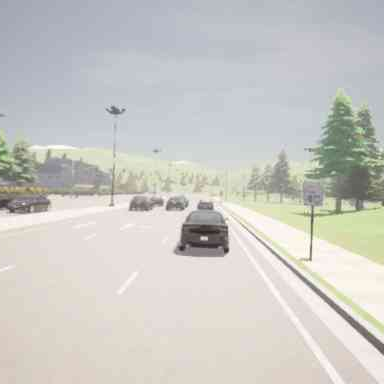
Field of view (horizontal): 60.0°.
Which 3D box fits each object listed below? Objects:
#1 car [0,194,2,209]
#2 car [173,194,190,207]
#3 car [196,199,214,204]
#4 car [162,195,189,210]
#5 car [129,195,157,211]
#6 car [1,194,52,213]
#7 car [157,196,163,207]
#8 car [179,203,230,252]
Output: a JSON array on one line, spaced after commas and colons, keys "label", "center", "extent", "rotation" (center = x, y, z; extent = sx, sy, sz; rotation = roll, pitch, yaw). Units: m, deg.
[{"label": "car", "center": [-17.444, 0.841, 28.862], "extent": [1.882, 1.535, 5.008], "rotation": [2, 0, 3]}, {"label": "car", "center": [-1.554, 1.303, 50.447], "extent": [2.097, 1.767, 4.553], "rotation": [2, 0, 2]}, {"label": "car", "center": [1.550, 1.555, 38.360], "extent": [2.128, 1.511, 4.902], "rotation": [2, 0, 2]}, {"label": "car", "center": [-1.916, 1.289, 40.466], "extent": [2.097, 1.767, 4.553], "rotation": [2, 0, 3]}, {"label": "car", "center": [-5.593, 1.153, 37.225], "extent": [2.097, 1.767, 4.553], "rotation": [2, 0, 2]}, {"label": "car", "center": [-13.983, 0.996, 28.972], "extent": [1.837, 1.490, 4.892], "rotation": [2, 0, 3]}, {"label": "car", "center": [-5.113, 1.314, 49.171], "extent": [2.128, 1.511, 4.902], "rotation": [2, 0, 2]}, {"label": "car", "center": [0.554, 1.500, 14.202], "extent": [1.882, 1.535, 5.008], "rotation": [2, 0, 3]}]
